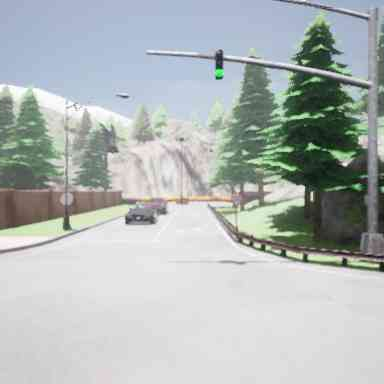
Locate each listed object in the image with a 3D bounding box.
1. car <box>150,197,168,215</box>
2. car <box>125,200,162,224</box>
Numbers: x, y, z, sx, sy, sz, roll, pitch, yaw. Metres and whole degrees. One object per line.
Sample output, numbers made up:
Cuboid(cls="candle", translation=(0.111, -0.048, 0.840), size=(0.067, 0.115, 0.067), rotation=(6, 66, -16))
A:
Cuboid(cls="car", translation=(-3.593, 1.335, 33.996), size=(2.097, 1.767, 4.553), rotation=(0, 0, 0))
Cuboid(cls="car", translation=(-3.605, 1.552, 24.307), size=(1.994, 1.385, 4.181), rotation=(0, 0, 0))
